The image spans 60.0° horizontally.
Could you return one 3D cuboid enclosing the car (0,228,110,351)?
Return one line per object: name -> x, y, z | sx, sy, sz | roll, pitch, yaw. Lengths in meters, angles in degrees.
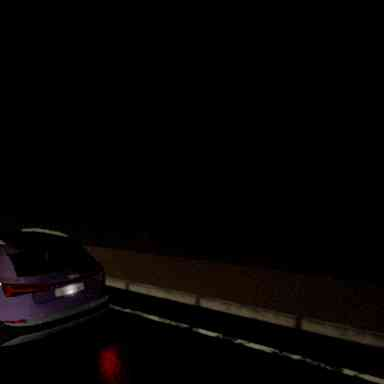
car -> -3.594, 1.499, 6.125 | 4.856, 1.649, 2.033 | -1, 0, 35
